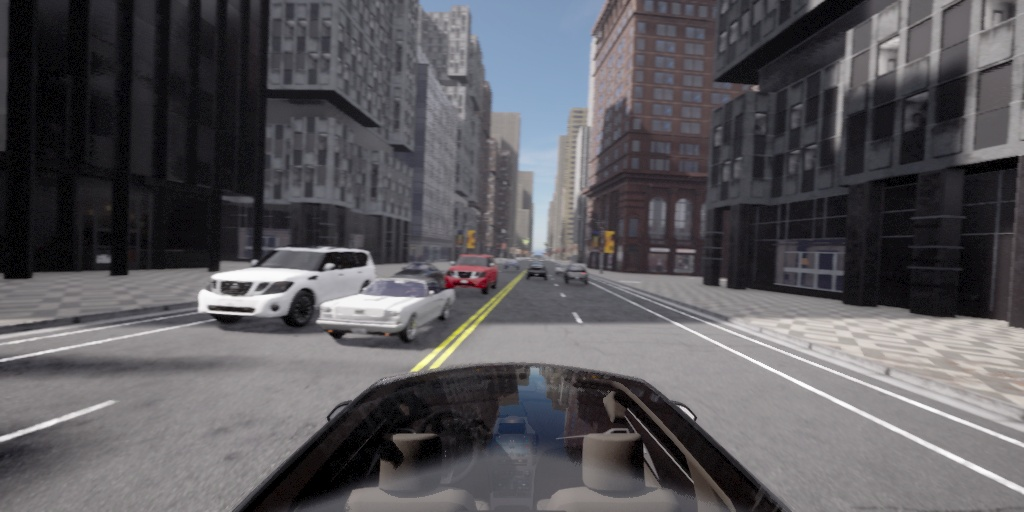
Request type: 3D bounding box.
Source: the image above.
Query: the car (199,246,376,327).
[{"bbox_3d":[-6.086,0.715,10.786,2.150,2.045,5.566,3,0,4],"label":"car"}]

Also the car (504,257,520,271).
[{"bbox_3d":[0.058,1.064,47.672,1.812,1.442,4.674,3,0,4],"label":"car"}]

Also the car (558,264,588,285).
[{"bbox_3d":[5.301,1.518,30.306,2.128,1.511,4.902,3,0,5],"label":"car"}]

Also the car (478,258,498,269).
[{"bbox_3d":[-3.181,0.951,47.918,1.994,1.385,4.181,3,0,4],"label":"car"}]

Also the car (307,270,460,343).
[{"bbox_3d":[-2.946,1.231,9.500,1.895,1.301,4.718,3,0,4],"label":"car"}]

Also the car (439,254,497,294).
[{"bbox_3d":[-2.110,0.905,20.165,2.150,2.045,5.566,3,0,4],"label":"car"}]

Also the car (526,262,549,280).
[{"bbox_3d":[2.366,1.409,33.959,1.837,1.490,4.892,3,0,4],"label":"car"}]

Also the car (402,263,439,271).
[{"bbox_3d":[-5.333,1.107,20.806,1.994,1.385,4.181,3,0,4],"label":"car"}]

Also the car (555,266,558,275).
[{"bbox_3d":[6.410,1.699,45.005,1.895,1.301,4.718,3,0,5],"label":"car"}]
